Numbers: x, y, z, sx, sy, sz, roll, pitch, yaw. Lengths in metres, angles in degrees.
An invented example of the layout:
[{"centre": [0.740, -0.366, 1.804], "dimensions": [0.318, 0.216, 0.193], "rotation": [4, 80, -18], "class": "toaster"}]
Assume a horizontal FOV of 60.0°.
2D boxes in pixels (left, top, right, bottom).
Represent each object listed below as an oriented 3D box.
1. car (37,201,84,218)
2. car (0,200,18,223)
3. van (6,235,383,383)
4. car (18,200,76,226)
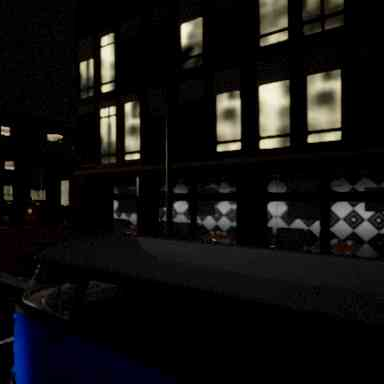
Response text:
[{"centre": [-13.426, 1.724, 34.251], "dimensions": [1.967, 1.590, 4.097], "rotation": [-1, -1, 35], "class": "car"}, {"centre": [-14.510, 1.715, 28.251], "dimensions": [1.882, 1.535, 5.008], "rotation": [-1, -1, 35], "class": "car"}, {"centre": [0.084, 1.350, 2.780], "dimensions": [3.998, 1.788, 1.690], "rotation": [0, -1, 36], "class": "van"}, {"centre": [-9.793, 1.490, 24.899], "dimensions": [2.192, 1.841, 5.009], "rotation": [-1, -1, 35], "class": "car"}]
